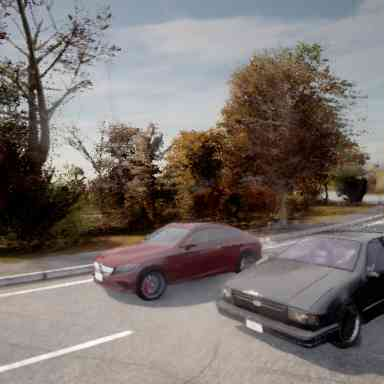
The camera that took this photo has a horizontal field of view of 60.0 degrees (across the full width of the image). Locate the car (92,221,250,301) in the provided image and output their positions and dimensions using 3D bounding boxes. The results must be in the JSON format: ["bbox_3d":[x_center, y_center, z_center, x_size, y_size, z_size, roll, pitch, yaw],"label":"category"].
[{"bbox_3d":[-0.138,1.501,8.461,4.674,1.442,1.812,-1,0,-38],"label":"car"}]

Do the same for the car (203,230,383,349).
[{"bbox_3d":[2.953,1.481,6.406,5.357,1.411,2.033,-1,0,-39],"label":"car"}]
